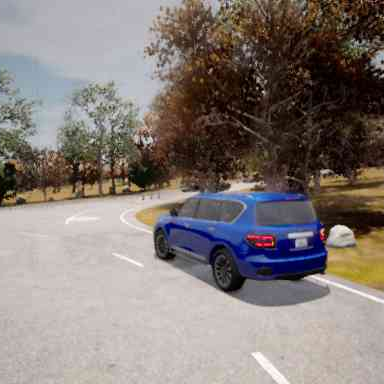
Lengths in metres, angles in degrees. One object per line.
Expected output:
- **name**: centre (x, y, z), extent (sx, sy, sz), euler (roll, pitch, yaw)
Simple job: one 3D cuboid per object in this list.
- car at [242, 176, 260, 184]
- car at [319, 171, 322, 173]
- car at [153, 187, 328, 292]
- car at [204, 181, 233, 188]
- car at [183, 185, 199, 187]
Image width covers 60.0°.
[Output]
- **car**: centre (11.591, -2.500, 64.955), extent (1.812, 1.442, 4.674), euler (1, 7, 44)
- **car**: centre (28.617, -4.540, 77.363), extent (1.994, 1.385, 4.181), euler (1, 7, 42)
- **car**: centre (0.841, 1.012, 8.763), extent (2.150, 2.045, 5.566), euler (-1, 2, -28)
- **car**: centre (4.443, -0.950, 51.448), extent (1.837, 1.490, 4.892), euler (1, 6, 38)
- **car**: centre (0.206, -0.788, 52.014), extent (2.128, 1.511, 4.902), euler (1, 6, 38)
